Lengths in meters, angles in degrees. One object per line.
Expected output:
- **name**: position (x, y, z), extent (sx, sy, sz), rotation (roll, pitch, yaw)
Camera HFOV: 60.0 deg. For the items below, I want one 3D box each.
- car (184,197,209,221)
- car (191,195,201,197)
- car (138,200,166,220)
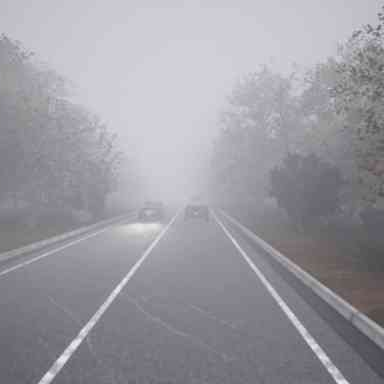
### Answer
- **car**: position (0.369, 1.418, 26.838), extent (1.882, 1.535, 5.008), rotation (0, 0, 1)
- **car**: position (0.568, 1.245, 45.555), extent (2.097, 1.767, 4.553), rotation (0, 0, 1)
- **car**: position (-3.225, 1.423, 27.507), extent (2.128, 1.511, 4.902), rotation (0, 0, 1)
